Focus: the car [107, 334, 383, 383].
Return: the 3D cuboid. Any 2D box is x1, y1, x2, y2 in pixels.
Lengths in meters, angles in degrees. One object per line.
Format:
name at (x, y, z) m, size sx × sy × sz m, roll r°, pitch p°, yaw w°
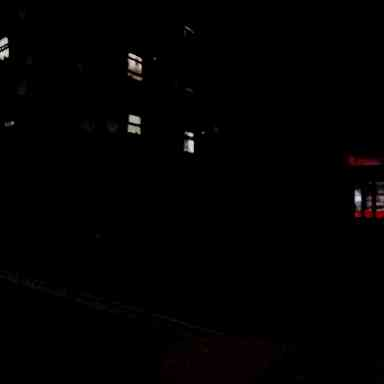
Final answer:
car at (1.398, 1.526, 1.883) m, size 4.829 × 1.417 × 1.752 m, roll 0°, pitch 0°, yaw 35°
